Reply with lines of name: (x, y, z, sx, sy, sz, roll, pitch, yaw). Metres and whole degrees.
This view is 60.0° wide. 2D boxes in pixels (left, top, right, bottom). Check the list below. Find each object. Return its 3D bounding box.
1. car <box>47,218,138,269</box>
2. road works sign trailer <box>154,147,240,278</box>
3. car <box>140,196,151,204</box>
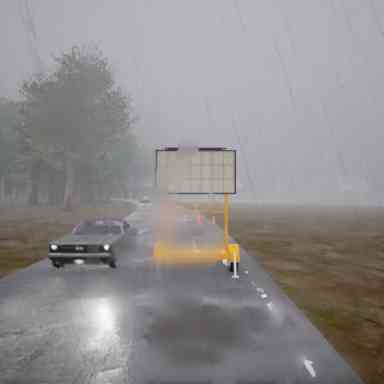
car: (-3.100, 1.597, 11.279, 1.895, 1.301, 4.718, 0, 0, -1)
road works sign trailer: (0.109, 0.464, 10.097, 2.380, 3.560, 2.880, 0, 0, -1)
car: (-8.993, 1.502, 63.857, 1.882, 1.535, 5.008, 0, 0, -12)
